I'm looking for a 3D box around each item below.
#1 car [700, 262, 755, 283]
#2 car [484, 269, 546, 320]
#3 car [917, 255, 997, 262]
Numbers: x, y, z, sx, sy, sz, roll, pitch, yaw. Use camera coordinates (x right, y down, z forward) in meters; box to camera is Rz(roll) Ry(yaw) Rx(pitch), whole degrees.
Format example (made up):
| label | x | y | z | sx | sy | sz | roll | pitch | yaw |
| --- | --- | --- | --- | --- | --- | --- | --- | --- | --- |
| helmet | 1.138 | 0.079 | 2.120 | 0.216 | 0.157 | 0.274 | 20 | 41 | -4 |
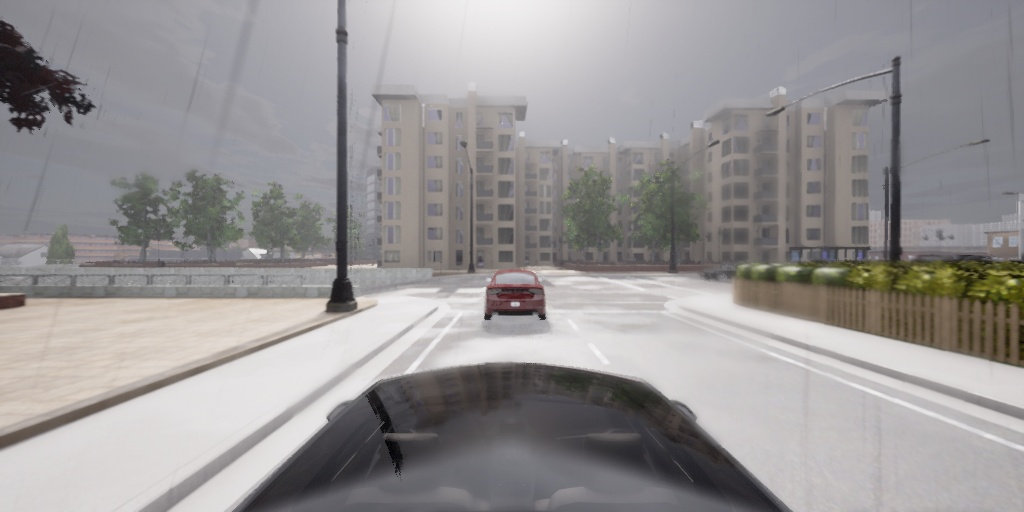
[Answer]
| label | x | y | z | sx | sy | sz | roll | pitch | yaw |
| --- | --- | --- | --- | --- | --- | --- | --- | --- | --- |
| car | 16.760 | 1.209 | 26.952 | 4.892 | 1.490 | 1.837 | 0 | 0 | 1 |
| car | 0.099 | 1.208 | 12.630 | 1.882 | 1.535 | 5.008 | 0 | 0 | 0 |
| car | 29.323 | 0.931 | 23.156 | 5.566 | 2.045 | 2.150 | 0 | 0 | 1 |
